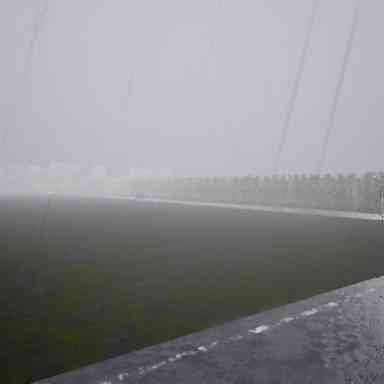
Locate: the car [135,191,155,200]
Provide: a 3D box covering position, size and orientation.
[{"bbox_3d":[-8.199,0.569,57.393,2.128,1.511,4.902,1,1,-36],"label":"car"}]
